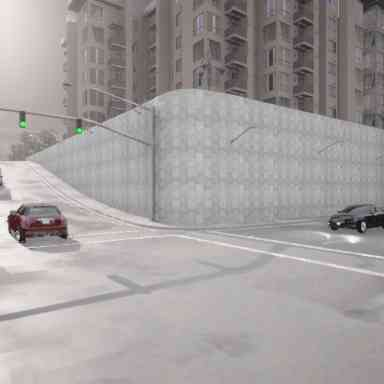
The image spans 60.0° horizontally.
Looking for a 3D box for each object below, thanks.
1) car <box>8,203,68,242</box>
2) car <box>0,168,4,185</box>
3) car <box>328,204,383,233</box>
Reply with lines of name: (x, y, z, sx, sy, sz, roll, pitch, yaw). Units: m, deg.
car: (-7.822, 1.318, 16.674, 2.097, 1.767, 4.553, 0, 2, -36)
car: (-22.345, -2.033, 36.869, 2.150, 2.045, 5.566, 0, 12, -36)
car: (10.057, 1.505, 19.779, 4.892, 1.490, 1.837, 0, 0, -36)
